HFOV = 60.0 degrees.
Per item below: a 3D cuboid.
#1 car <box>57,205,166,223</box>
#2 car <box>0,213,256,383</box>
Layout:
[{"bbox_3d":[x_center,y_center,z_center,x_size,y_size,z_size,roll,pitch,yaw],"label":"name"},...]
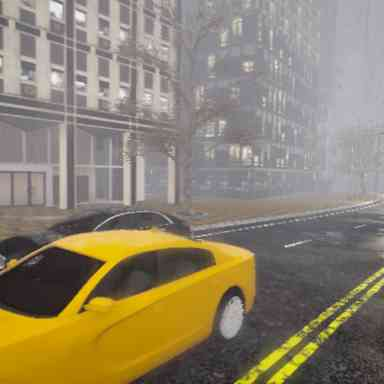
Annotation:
[{"bbox_3d":[-2.022,1.115,7.937,1.837,1.490,4.892,3,3,41],"label":"car"},{"bbox_3d":[-1.075,1.269,4.053,1.882,1.535,5.008,3,3,40],"label":"car"}]
